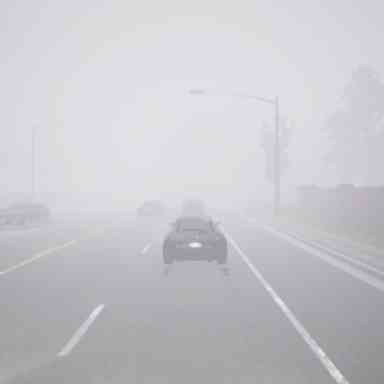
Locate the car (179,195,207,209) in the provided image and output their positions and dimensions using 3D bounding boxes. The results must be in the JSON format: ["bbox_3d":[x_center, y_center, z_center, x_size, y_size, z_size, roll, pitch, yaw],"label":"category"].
[{"bbox_3d":[0.249,1.297,29.669,1.882,1.535,5.008,0,1,3],"label":"car"}]

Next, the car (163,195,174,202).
[{"bbox_3d":[-4.374,1.225,61.341,1.994,1.385,4.181,-1,0,32],"label":"car"}]

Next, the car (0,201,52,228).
[{"bbox_3d":[-10.562,1.383,21.042,1.837,1.490,4.892,0,0,1],"label":"car"}]

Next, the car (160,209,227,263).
[{"bbox_3d":[0.096,1.495,11.646,1.994,1.385,4.181,0,0,0],"label":"car"}]

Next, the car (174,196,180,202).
[{"bbox_3d":[-0.684,1.228,60.633,1.895,1.301,4.718,-1,0,34],"label":"car"}]

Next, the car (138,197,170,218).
[{"bbox_3d":[-3.322,1.396,28.519,1.994,1.385,4.181,0,0,2],"label":"car"}]
